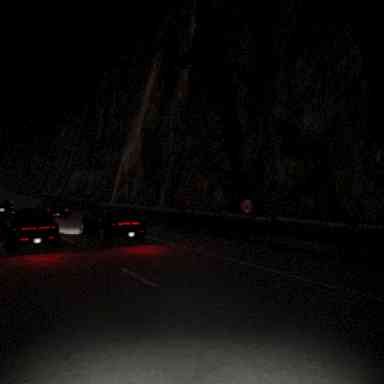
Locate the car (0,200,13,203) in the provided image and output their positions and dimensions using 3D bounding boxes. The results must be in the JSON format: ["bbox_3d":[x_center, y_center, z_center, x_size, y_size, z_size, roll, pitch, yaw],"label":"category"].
[{"bbox_3d":[-15.333,1.287,26.609,1.994,1.385,4.181,0,1,-33],"label":"car"}]

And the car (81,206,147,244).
[{"bbox_3d":[-3.784,1.432,15.580,1.837,1.490,4.892,0,1,-33],"label":"car"}]

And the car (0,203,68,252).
[{"bbox_3d":[-6.770,1.422,13.751,1.837,1.490,4.892,0,1,-33],"label":"car"}]

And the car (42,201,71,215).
[{"bbox_3d":[-11.286,1.363,26.825,1.895,1.301,4.718,0,1,-33],"label":"car"}]
